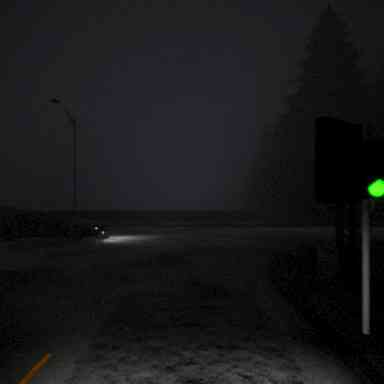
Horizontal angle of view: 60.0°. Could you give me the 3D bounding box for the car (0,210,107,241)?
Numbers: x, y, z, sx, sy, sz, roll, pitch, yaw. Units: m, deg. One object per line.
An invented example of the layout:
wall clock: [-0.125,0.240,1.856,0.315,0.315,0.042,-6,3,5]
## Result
car: [-7.079,1.625,16.480,5.357,1.411,2.033,0,0,0]
